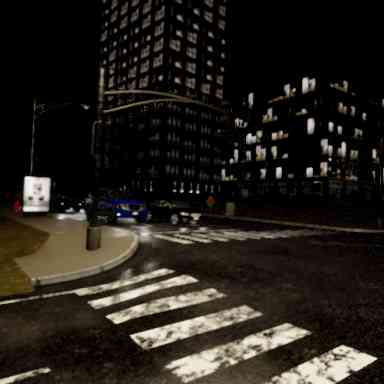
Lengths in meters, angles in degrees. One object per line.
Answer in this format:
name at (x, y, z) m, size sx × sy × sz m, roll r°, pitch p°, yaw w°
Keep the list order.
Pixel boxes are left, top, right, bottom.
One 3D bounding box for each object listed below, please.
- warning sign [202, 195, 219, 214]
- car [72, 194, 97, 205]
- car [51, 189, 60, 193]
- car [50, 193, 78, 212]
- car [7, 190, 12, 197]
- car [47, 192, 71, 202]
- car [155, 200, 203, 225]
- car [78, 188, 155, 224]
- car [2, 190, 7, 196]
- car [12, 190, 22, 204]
warning sign at (1.806, 1.206, 32.928) m, size 1.300 × 1.860 × 1.060 m, roll 2°, pitch -1°, yaw -39°
car at (-16.002, 1.093, 49.438) m, size 1.994 × 1.385 × 4.181 m, roll 3°, pitch -1°, yaw -41°
car at (-22.120, 0.502, 51.489) m, size 2.150 × 2.045 × 5.566 m, roll 4°, pitch -1°, yaw -42°
car at (-11.165, 1.021, 28.644) m, size 1.895 × 1.301 × 4.718 m, roll 3°, pitch -1°, yaw -40°
car at (-40.236, 0.366, 76.622) m, size 1.882 × 1.535 × 5.008 m, roll 4°, pitch -1°, yaw -45°
car at (-22.734, 0.836, 56.869) m, size 2.128 × 1.511 × 4.902 m, roll 4°, pitch -1°, yaw -42°
car at (-1.282, 1.268, 21.725) m, size 2.128 × 1.511 × 4.902 m, roll 3°, pitch -1°, yaw -39°
car at (-4.945, 0.817, 21.106) m, size 2.150 × 2.045 × 5.566 m, roll 3°, pitch -1°, yaw -39°
car at (-44.528, 0.295, 80.894) m, size 4.674 × 1.442 × 1.812 m, roll 2°, pitch -1°, yaw 45°
car at (-17.716, 0.589, 36.397) m, size 2.097 × 1.767 × 4.553 m, roll 3°, pitch -1°, yaw -41°
